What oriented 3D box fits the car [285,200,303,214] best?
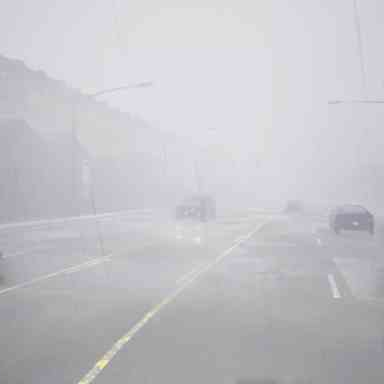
[{"bbox_3d":[11.114,1.547,36.290,2.033,1.411,5.357,0,0,18],"label":"car"}]

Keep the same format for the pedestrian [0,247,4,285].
[{"bbox_3d":[-4.793,1.674,8.046,0.500,1.100,0.500,0,0,17],"label":"pedestrian"}]

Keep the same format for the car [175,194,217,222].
[{"bbox_3d":[0.454,1.221,27.100,2.150,2.045,5.566,0,0,19],"label":"car"}]

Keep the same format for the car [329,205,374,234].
[{"bbox_3d":[9.137,1.478,19.310,1.882,1.535,5.008,0,0,18],"label":"car"}]

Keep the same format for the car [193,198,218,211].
[{"bbox_3d":[1.774,1.525,41.907,1.812,1.442,4.674,0,0,19],"label":"car"}]
